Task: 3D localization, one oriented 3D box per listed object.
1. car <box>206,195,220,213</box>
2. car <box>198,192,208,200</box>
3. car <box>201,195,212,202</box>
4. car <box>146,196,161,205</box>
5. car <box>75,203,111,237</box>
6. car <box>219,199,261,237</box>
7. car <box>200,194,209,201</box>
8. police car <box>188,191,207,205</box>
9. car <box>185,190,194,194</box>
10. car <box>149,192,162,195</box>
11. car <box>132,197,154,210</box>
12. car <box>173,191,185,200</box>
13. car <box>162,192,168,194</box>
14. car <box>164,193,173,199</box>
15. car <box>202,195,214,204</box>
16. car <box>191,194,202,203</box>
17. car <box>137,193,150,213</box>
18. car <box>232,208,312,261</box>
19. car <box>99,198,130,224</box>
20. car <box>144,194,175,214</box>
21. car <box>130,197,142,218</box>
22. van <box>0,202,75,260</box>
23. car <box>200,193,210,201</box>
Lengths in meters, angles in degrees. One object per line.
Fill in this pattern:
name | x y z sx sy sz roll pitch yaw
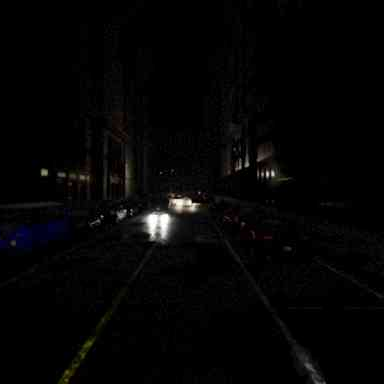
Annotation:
car | 2.715 1.341 34.178 1.887 1.381 4.507 0 0 0
car | 2.649 0.861 78.993 2.192 1.841 5.009 0 0 0
car | 2.673 1.186 62.188 2.008 1.369 4.403 0 0 0
car | -5.835 1.281 50.959 1.802 1.307 4.206 0 0 0
car | -5.786 1.478 17.350 1.802 1.307 4.206 0 0 0
car | 2.739 1.336 17.372 1.967 1.590 4.097 0 0 0
car | 2.657 1.157 73.392 1.802 1.307 4.206 0 0 0
police car | 0.784 1.125 50.939 1.930 1.638 5.238 0 0 0
car | -0.126 0.885 85.611 1.837 1.490 4.892 0 0 0
car | -5.826 1.046 45.357 2.192 1.841 5.009 0 0 0
car | -5.819 1.330 39.756 1.947 1.339 4.313 0 0 0
car | -3.109 1.080 74.047 2.033 1.411 5.357 0 0 0
car | -5.843 0.982 56.560 2.192 1.841 5.009 0 0 0
car | -5.885 0.957 84.569 1.967 1.590 4.097 0 0 0
car | 2.681 1.233 56.587 1.947 1.339 4.313 0 0 0
car | 0.751 1.149 60.833 1.837 1.490 4.892 0 0 0
car | -5.810 1.237 34.154 1.967 1.590 4.097 0 0 0
car | 2.747 1.474 11.771 1.887 1.381 4.507 0 0 0
car | -5.794 1.303 22.951 1.967 1.590 4.097 0 0 0
car | -3.146 1.293 33.314 2.128 1.511 4.902 0 0 0
car | -5.803 1.396 28.553 1.947 1.339 4.313 0 0 0
van | -5.777 1.271 11.747 1.690 1.788 3.998 0 0 0
car | 2.665 1.045 67.790 1.967 1.590 4.097 0 0 0
